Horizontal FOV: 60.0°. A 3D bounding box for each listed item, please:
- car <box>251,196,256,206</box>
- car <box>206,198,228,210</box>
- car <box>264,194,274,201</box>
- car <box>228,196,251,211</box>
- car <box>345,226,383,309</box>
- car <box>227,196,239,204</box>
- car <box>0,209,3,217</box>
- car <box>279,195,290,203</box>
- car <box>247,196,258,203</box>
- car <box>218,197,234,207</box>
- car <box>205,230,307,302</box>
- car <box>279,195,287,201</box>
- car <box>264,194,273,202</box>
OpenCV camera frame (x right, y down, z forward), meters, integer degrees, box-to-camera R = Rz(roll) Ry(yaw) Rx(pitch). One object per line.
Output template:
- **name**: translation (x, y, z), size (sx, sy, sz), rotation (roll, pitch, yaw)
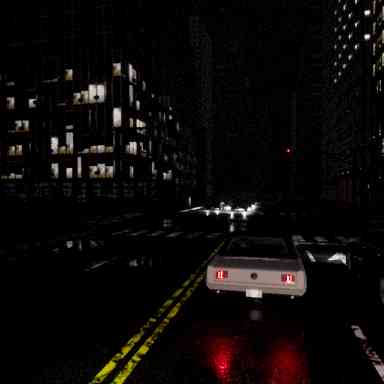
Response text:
- **car**: translation (7.975, 1.460, 49.731), size (2.128, 1.511, 4.902), rotation (0, 0, 13)
- **car**: translation (3.092, 1.524, 43.168), size (2.033, 1.411, 5.357), rotation (0, 0, 13)
- **car**: translation (18.642, 1.286, 80.532), size (2.128, 1.511, 4.902), rotation (0, 0, 13)
- **car**: translation (5.862, 1.503, 40.728), size (1.812, 1.442, 4.674), rotation (0, 0, 13)
- **car**: translation (4.825, 1.501, 7.437), size (1.837, 1.490, 4.892), rotation (0, 0, 13)
- **car**: translation (7.837, 1.460, 63.167), size (1.837, 1.490, 4.892), rotation (0, 0, 14)
- **car**: translation (-17.347, 1.435, 26.651), size (4.313, 1.339, 1.947), rotation (1, 1, 14)
- **car**: translation (19.426, 1.474, 69.646), size (2.033, 1.411, 5.357), rotation (0, 0, 13)
- **car**: translation (12.769, 1.485, 69.735), size (2.033, 1.411, 5.357), rotation (0, 0, 13)
- **car**: translation (5.413, 1.567, 53.037), size (1.895, 1.301, 4.718), rotation (0, 0, 13)
- **car**: translation (1.695, 1.597, 8.337), size (1.895, 1.301, 4.718), rotation (0, 0, 14)
- **car**: translation (21.813, 1.355, 79.818), size (1.895, 1.301, 4.718), rotation (0, 0, 13)
- **car**: translation (16.364, 1.530, 70.826), size (1.895, 1.301, 4.718), rotation (0, 0, 13)
